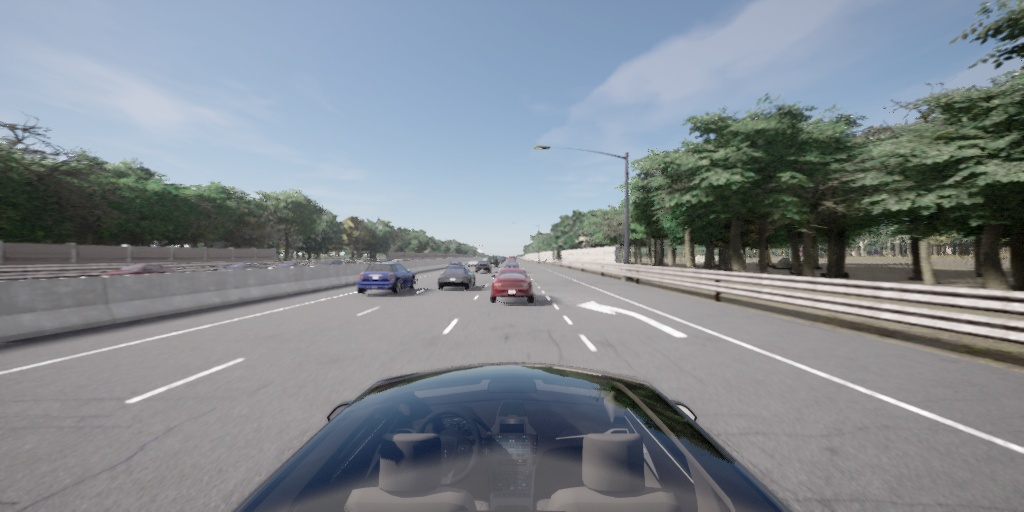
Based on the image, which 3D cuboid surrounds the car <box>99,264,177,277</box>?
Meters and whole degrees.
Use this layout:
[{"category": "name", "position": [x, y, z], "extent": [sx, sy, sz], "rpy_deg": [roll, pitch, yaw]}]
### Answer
[{"category": "car", "position": [-28.084, 1.319, 27.137], "extent": [1.812, 1.442, 4.674], "rpy_deg": [0, 0, 0]}]

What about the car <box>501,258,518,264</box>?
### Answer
[{"category": "car", "position": [0.006, 1.346, 44.865], "extent": [2.033, 1.411, 5.357], "rpy_deg": [0, 0, 0]}]

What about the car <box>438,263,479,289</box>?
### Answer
[{"category": "car", "position": [-3.497, 1.352, 23.270], "extent": [1.994, 1.385, 4.181], "rpy_deg": [0, 0, 0]}]

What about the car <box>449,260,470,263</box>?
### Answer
[{"category": "car", "position": [-6.993, 1.291, 44.876], "extent": [2.128, 1.511, 4.902], "rpy_deg": [0, 0, 0]}]

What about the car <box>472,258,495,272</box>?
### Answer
[{"category": "car", "position": [-3.494, 1.306, 44.873], "extent": [1.837, 1.490, 4.892], "rpy_deg": [0, 0, 0]}]

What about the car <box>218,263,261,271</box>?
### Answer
[{"category": "car", "position": [-24.572, 1.362, 32.551], "extent": [1.994, 1.385, 4.181], "rpy_deg": [0, 0, 0]}]

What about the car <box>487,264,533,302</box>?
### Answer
[{"category": "car", "position": [0.003, 1.305, 16.982], "extent": [1.812, 1.442, 4.674], "rpy_deg": [0, 0, 0]}]

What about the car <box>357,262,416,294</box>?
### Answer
[{"category": "car", "position": [-6.997, 1.136, 20.522], "extent": [2.097, 1.767, 4.553], "rpy_deg": [0, 0, 0]}]

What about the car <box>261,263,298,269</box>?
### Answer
[{"category": "car", "position": [-21.065, 1.363, 33.897], "extent": [1.994, 1.385, 4.181], "rpy_deg": [0, 0, 0]}]

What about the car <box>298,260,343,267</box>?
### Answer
[{"category": "car", "position": [-17.567, 1.149, 33.801], "extent": [2.097, 1.767, 4.553], "rpy_deg": [0, 0, 0]}]
